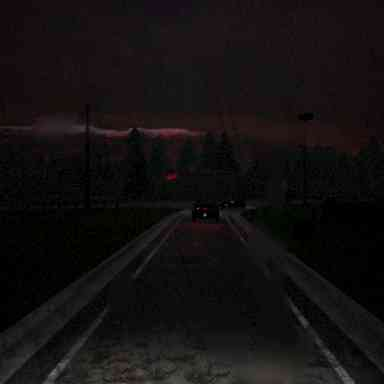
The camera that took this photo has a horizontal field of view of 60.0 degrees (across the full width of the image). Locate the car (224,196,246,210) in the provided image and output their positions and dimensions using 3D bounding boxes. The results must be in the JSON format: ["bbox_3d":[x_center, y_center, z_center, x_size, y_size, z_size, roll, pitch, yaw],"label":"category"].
[{"bbox_3d":[4.746,1.217,38.311,1.812,1.442,4.674,0,0,26],"label":"car"}]

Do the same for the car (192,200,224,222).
[{"bbox_3d":[1.078,1.294,24.246,2.128,1.511,4.902,0,0,5],"label":"car"}]
